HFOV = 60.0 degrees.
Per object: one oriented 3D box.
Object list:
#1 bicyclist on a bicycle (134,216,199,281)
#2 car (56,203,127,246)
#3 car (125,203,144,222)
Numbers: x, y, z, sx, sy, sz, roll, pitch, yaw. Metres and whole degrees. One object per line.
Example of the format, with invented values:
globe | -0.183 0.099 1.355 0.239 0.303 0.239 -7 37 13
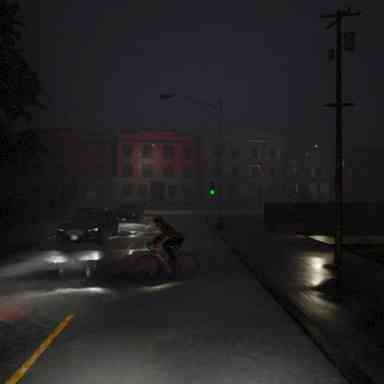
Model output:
bicyclist on a bicycle | -0.664 1.444 8.464 1.656 1.620 0.582 -2 0 -2
car | -4.599 1.492 15.237 2.128 1.511 4.902 0 0 -2
car | -4.919 1.546 26.321 2.033 1.411 5.357 0 0 -2
